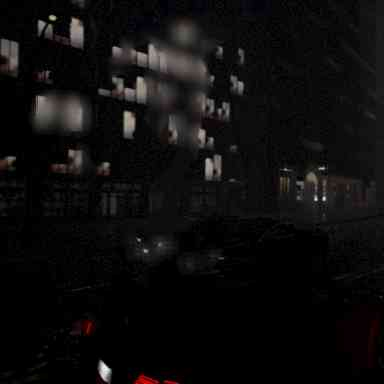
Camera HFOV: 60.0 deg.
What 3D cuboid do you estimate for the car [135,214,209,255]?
[{"bbox_3d":[0.635,1.539,12.356,5.357,1.411,2.033,0,0,-38],"label":"car"}]

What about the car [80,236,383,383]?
[{"bbox_3d":[0.835,1.562,4.156,4.181,1.385,1.994,0,0,-36],"label":"car"}]

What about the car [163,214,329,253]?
[{"bbox_3d":[1.916,1.484,9.281,4.902,1.511,2.128,0,0,-38],"label":"car"}]
